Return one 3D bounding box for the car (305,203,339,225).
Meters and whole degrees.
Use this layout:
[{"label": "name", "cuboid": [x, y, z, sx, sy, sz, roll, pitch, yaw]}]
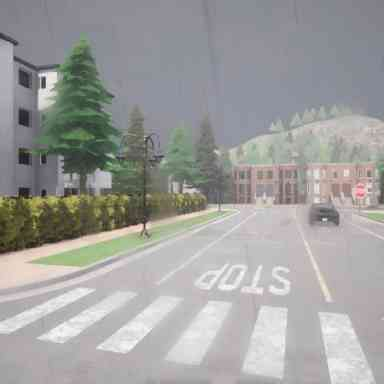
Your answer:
[{"label": "car", "cuboid": [9.295, 1.534, 23.817, 1.837, 1.490, 4.892, 1, 0, 16]}]
